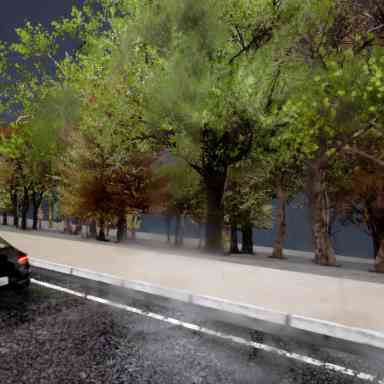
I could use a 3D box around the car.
[{"bbox_3d":[-5.477,1.524,7.550,4.674,1.442,1.812,0,0,35],"label":"car"}]
